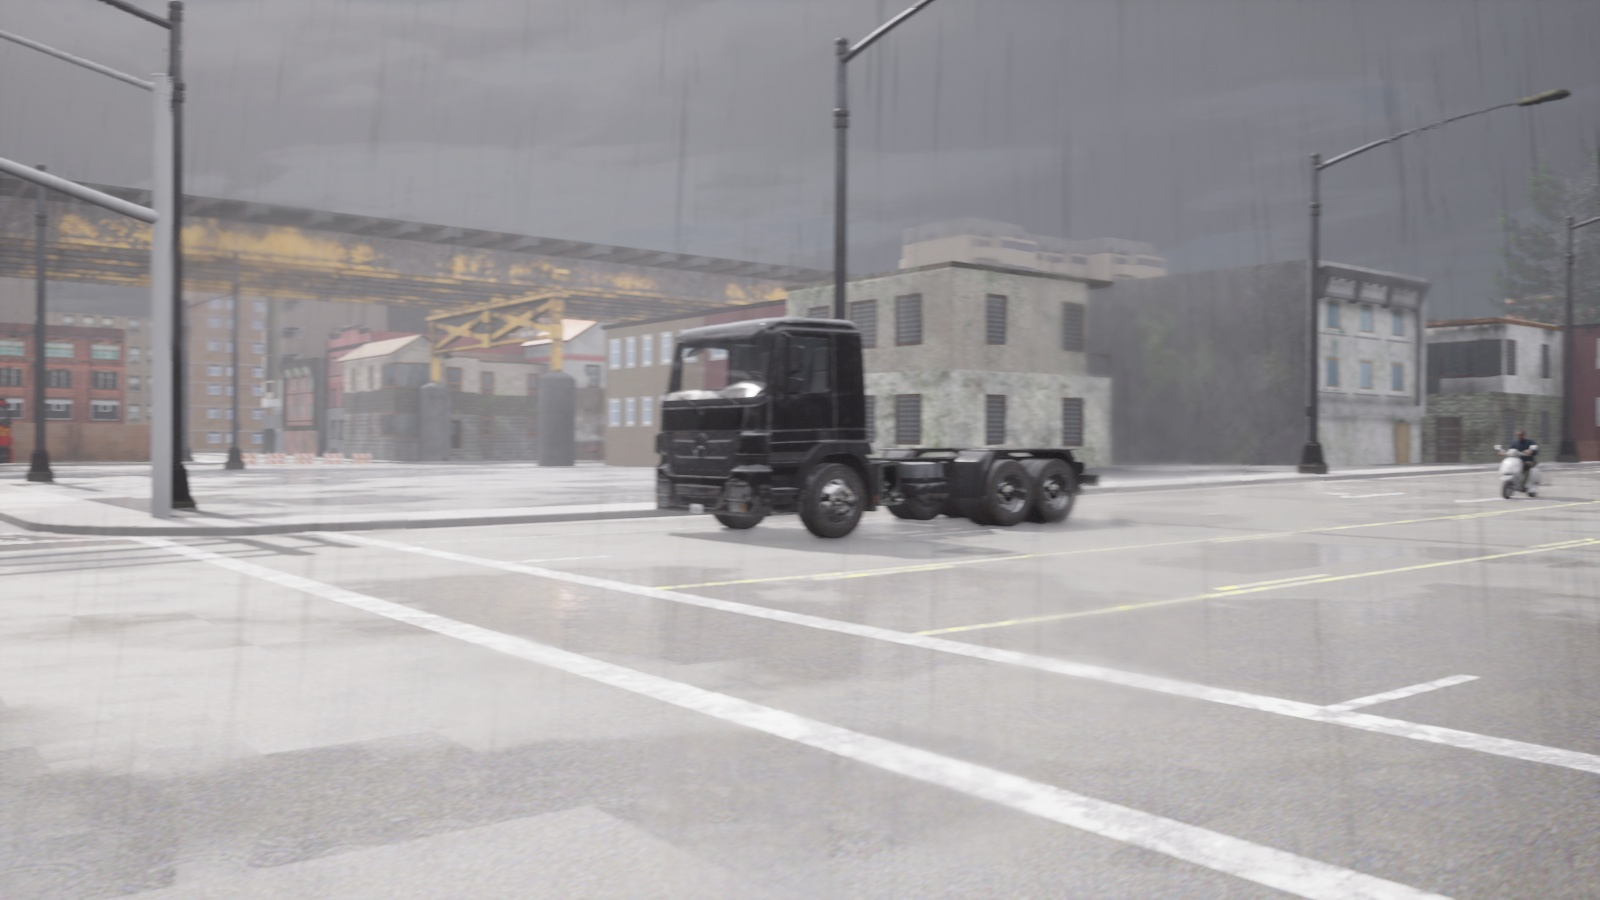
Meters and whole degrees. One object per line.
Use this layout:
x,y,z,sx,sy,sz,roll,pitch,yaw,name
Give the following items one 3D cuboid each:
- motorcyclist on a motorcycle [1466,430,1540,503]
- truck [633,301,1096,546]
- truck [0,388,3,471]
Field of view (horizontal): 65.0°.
16.045,0.352,28.649,1.817,1.590,0.866,-1,1,-39,motorcyclist on a motorcycle
1.344,-0.417,21.380,7.936,3.462,2.891,-1,1,-39,truck
-38.804,-0.948,54.264,2.891,3.827,8.468,0,0,4,truck
